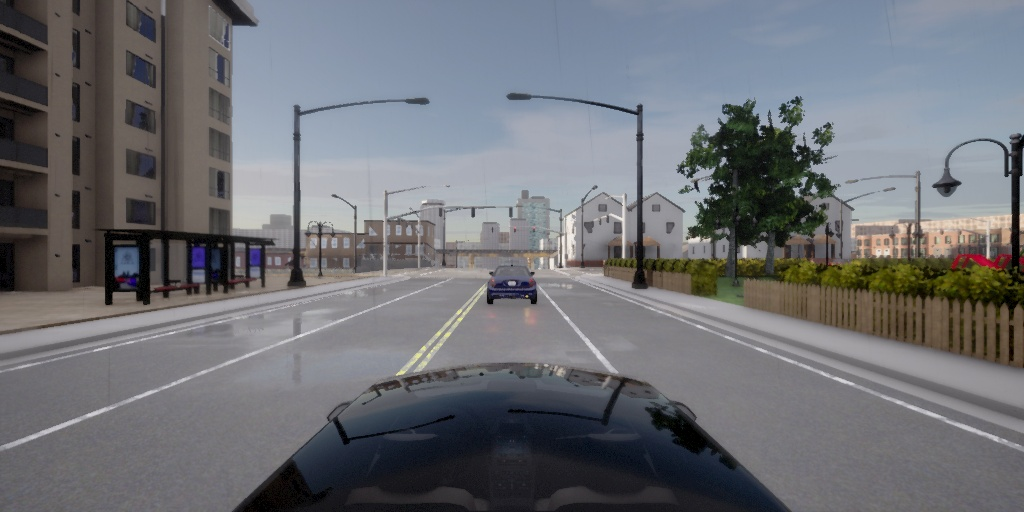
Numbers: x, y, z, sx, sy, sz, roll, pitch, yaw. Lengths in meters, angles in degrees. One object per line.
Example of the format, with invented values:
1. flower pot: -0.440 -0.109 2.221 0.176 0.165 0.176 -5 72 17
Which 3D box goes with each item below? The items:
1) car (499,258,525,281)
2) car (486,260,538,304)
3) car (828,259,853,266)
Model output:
1. car: 0.000 1.115 31.470 2.097 1.767 4.553 0 0 0
2. car: 0.000 1.115 16.470 2.097 1.767 4.553 0 0 0
3. car: 41.113 1.116 43.500 4.553 1.767 2.097 0 0 -1
